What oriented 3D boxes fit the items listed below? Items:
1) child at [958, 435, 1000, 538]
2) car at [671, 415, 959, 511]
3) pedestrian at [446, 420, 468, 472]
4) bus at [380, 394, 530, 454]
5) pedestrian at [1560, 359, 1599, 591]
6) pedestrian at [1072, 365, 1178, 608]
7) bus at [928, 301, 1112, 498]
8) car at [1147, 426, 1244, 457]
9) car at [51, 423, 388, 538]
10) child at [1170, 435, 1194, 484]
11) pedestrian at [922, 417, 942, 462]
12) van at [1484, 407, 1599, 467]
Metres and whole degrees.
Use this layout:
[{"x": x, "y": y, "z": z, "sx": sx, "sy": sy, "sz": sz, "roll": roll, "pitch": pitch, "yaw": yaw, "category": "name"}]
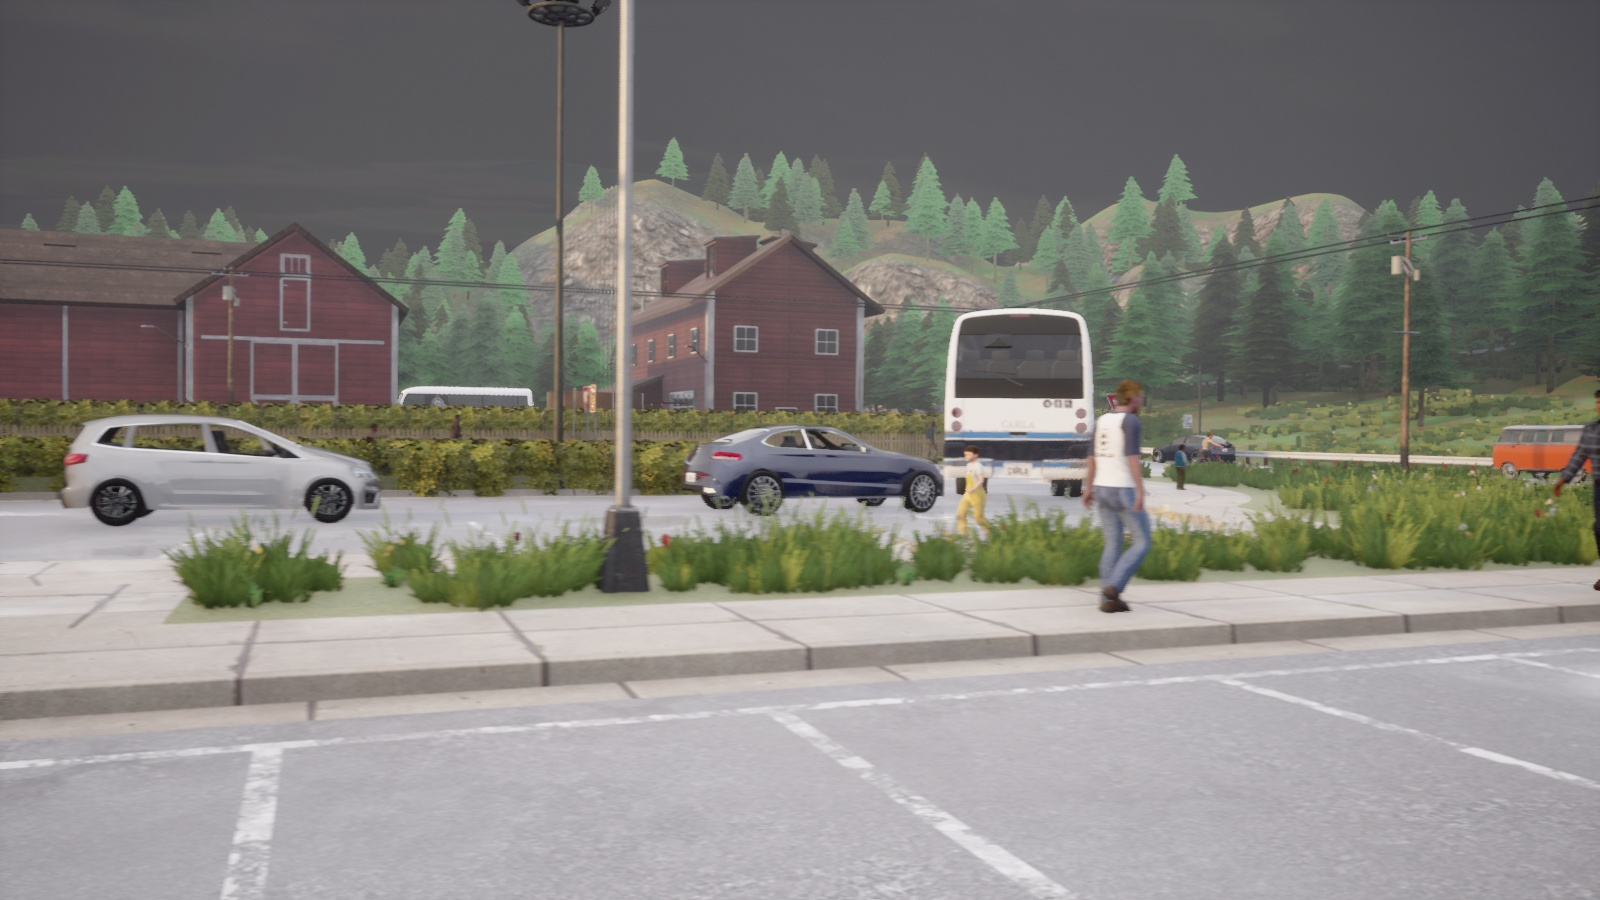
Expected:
[{"x": 2.239, "y": 0.451, "z": 15.692, "sx": 0.437, "sy": 1.263, "sz": 0.270, "roll": -1, "pitch": 1, "yaw": -25, "category": "child"}, {"x": 0.305, "y": 0.186, "z": 23.819, "sx": 5.027, "sy": 1.651, "sz": 2.152, "roll": -1, "pitch": 1, "yaw": -27, "category": "car"}, {"x": -12.343, "y": -0.148, "z": 45.152, "sx": 0.703, "sy": 1.840, "sz": 0.431, "roll": -1, "pitch": 1, "yaw": -21, "category": "pedestrian"}, {"x": -25.295, "y": -1.943, "z": 92.037, "sx": 10.273, "sy": 4.253, "sz": 3.944, "roll": -1, "pitch": 1, "yaw": -20, "category": "bus"}, {"x": 7.013, "y": 0.202, "z": 10.803, "sx": 0.788, "sy": 1.949, "sz": 0.423, "roll": -1, "pitch": 1, "yaw": -21, "category": "pedestrian"}, {"x": 2.529, "y": 0.267, "z": 9.773, "sx": 0.706, "sy": 1.836, "sz": 0.354, "roll": -1, "pitch": 1, "yaw": -21, "category": "pedestrian"}, {"x": 5.745, "y": -1.171, "z": 32.615, "sx": 3.944, "sy": 4.253, "sz": 10.273, "roll": 0, "pitch": 1, "yaw": 11, "category": "bus"}, {"x": 19.659, "y": -0.434, "z": 62.652, "sx": 2.163, "sy": 1.488, "sz": 4.792, "roll": -1, "pitch": 1, "yaw": -20, "category": "car"}, {"x": -9.050, "y": 0.411, "z": 20.021, "sx": 4.611, "sy": 1.667, "sz": 2.242, "roll": -1, "pitch": 1, "yaw": -20, "category": "car"}, {"x": 9.483, "y": 0.228, "z": 31.140, "sx": 0.448, "sy": 1.192, "sz": 0.343, "roll": -1, "pitch": 1, "yaw": -20, "category": "child"}, {"x": 5.388, "y": -0.438, "z": 51.228, "sx": 0.726, "sy": 1.835, "sz": 0.370, "roll": -1, "pitch": 1, "yaw": -16, "category": "pedestrian"}, {"x": 26.432, "y": -0.452, "z": 43.814, "sx": 1.775, "sy": 1.987, "sz": 4.442, "roll": -1, "pitch": 1, "yaw": -20, "category": "van"}]
